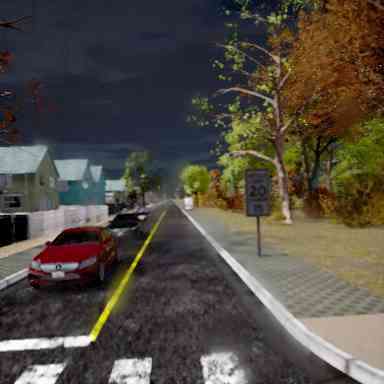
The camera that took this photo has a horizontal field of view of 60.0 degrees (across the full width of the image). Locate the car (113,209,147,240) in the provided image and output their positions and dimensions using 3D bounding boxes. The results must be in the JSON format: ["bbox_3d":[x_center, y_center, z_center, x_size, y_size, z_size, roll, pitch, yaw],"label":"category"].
[{"bbox_3d":[-4.036,2.048,20.428,1.812,1.442,4.674,-2,-1,-4],"label":"car"}]

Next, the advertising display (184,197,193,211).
[{"bbox_3d":[-0.573,2.185,60.317,1.540,2.440,0.280,-2,-1,-3],"label":"advertising display"}]

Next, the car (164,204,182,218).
[{"bbox_3d":[-2.352,2.362,41.138,1.837,1.490,4.892,-2,-1,-5],"label":"car"}]

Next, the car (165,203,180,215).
[{"bbox_3d":[-3.038,2.571,51.388,2.128,1.511,4.902,-2,-1,-3],"label":"car"}]

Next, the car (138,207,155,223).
[{"bbox_3d":[-4.812,2.296,33.609,2.128,1.511,4.902,-2,-1,-3],"label":"car"}]

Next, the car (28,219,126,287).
[{"bbox_3d":[-3.448,1.837,10.550,1.812,1.442,4.674,-2,-1,-3],"label":"car"}]
